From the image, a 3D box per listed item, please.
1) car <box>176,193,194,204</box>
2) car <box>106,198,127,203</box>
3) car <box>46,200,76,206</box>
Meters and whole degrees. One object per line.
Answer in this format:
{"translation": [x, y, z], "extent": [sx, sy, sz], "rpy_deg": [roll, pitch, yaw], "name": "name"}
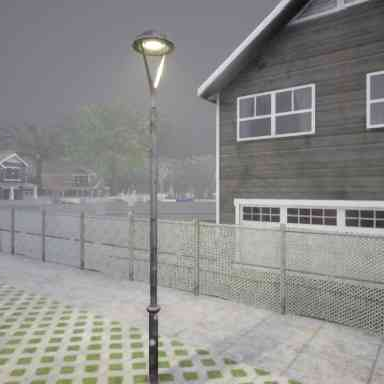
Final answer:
{"translation": [-1.314, 1.228, 61.653], "extent": [2.150, 2.045, 5.566], "rpy_deg": [0, 0, 15], "name": "car"}
{"translation": [-10.154, 1.612, 43.277], "extent": [1.837, 1.490, 4.892], "rpy_deg": [0, 0, 19], "name": "car"}
{"translation": [-13.703, 1.583, 33.823], "extent": [2.128, 1.511, 4.902], "rpy_deg": [0, 0, 22], "name": "car"}
